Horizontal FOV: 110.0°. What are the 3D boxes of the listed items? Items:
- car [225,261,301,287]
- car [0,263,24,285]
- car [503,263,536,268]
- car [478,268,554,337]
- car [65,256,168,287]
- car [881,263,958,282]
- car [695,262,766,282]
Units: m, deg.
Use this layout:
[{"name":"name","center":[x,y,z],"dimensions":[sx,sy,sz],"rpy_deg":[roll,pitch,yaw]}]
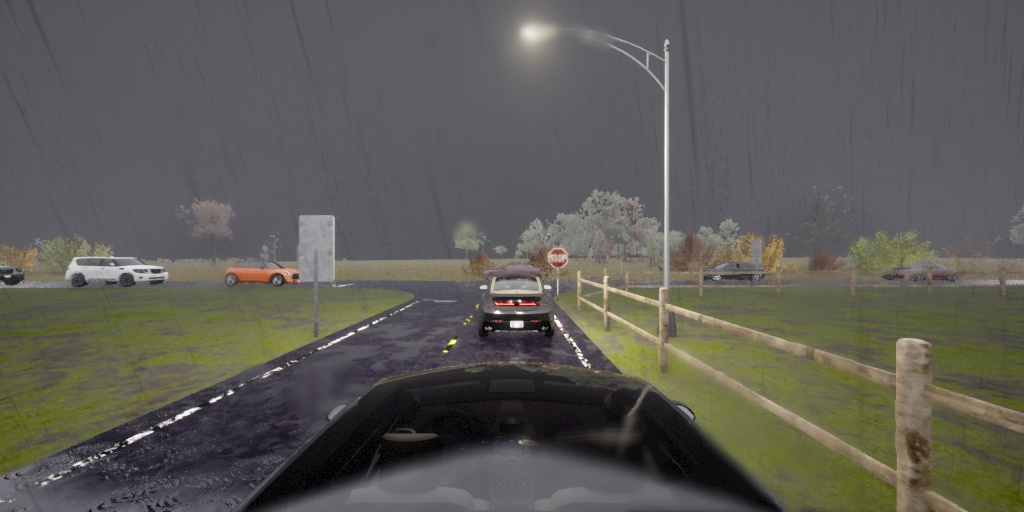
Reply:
[{"name":"car","center":[-16.989,1.145,24.839],"dimensions":[4.553,1.767,2.097],"rpy_deg":[0,0,1]},{"name":"car","center":[-37.914,1.076,25.038],"dimensions":[5.566,2.045,2.150],"rpy_deg":[0,0,1]},{"name":"car","center":[0.028,1.271,27.648],"dimensions":[4.674,1.442,1.812],"rpy_deg":[0,0,0]},{"name":"car","center":[0.105,1.254,10.304],"dimensions":[1.837,1.490,4.892],"rpy_deg":[0,0,0]},{"name":"car","center":[-27.374,1.045,24.926],"dimensions":[5.566,2.045,2.150],"rpy_deg":[0,0,1]},{"name":"car","center":[31.011,1.242,27.379],"dimensions":[4.181,1.385,1.994],"rpy_deg":[0,0,1]},{"name":"car","center":[16.667,1.209,27.509],"dimensions":[4.892,1.490,1.837],"rpy_deg":[0,0,0]}]
